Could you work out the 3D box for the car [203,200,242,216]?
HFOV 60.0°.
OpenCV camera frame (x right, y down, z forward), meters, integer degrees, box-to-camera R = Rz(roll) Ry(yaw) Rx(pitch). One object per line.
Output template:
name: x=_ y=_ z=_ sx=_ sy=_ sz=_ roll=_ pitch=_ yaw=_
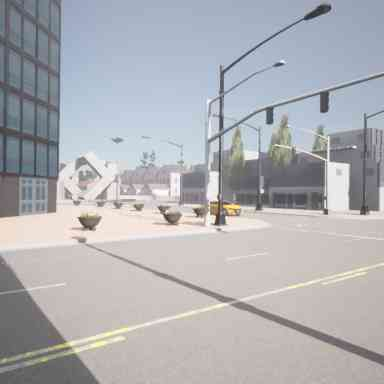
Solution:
car: x=2.956 y=1.563 z=33.648 sx=1.882 sy=1.535 sz=5.008 roll=1 pitch=-1 yaw=-35
